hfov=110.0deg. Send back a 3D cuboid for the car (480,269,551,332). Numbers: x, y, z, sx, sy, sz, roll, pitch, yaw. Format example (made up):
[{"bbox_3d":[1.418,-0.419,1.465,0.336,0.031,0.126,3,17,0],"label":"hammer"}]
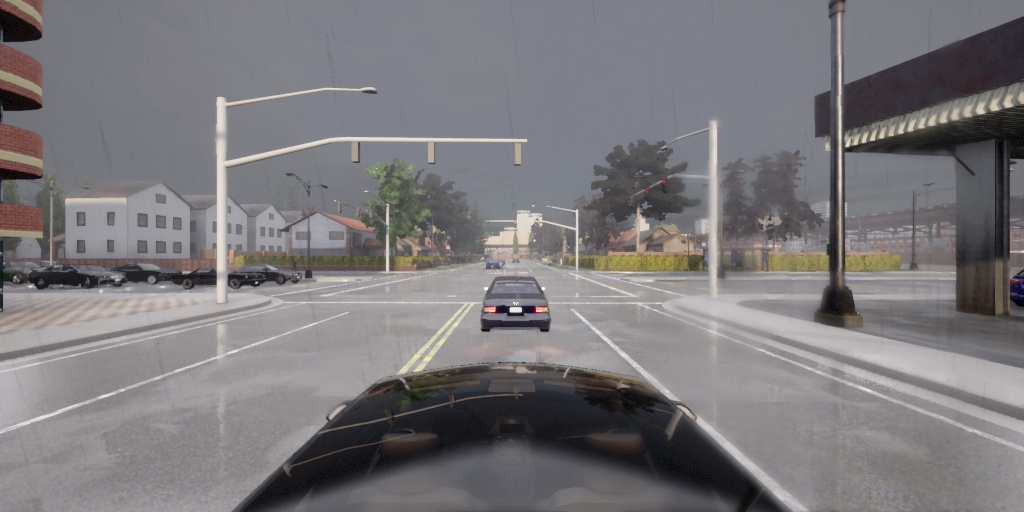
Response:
[{"bbox_3d":[0.085,1.297,10.837,2.033,1.411,5.357,0,0,0],"label":"car"}]

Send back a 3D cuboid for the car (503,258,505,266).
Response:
[{"bbox_3d":[-2.734,1.351,63.144,1.895,1.301,4.718,0,0,1],"label":"car"}]

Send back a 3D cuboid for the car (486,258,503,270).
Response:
[{"bbox_3d":[-2.823,1.227,53.596,1.882,1.535,5.008,0,0,1],"label":"car"}]

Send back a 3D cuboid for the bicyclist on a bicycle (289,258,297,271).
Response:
[{"bbox_3d":[-26.530,1.051,43.483,0.582,1.620,1.656,0,0,1],"label":"bicyclist on a bicycle"}]

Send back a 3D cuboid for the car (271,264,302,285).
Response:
[{"bbox_3d":[-17.712,1.276,25.880,4.674,1.442,1.812,0,0,1],"label":"car"}]

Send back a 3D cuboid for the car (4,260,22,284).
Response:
[{"bbox_3d":[-36.059,1.102,26.151,4.553,1.767,2.097,0,0,1],"label":"car"}]

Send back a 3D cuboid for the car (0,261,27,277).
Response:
[{"bbox_3d":[-50.287,1.255,34.508,4.892,1.490,1.837,0,0,2],"label":"car"}]

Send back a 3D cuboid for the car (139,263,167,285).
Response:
[{"bbox_3d":[-26.774,1.228,26.003,5.008,1.535,1.882,0,0,1],"label":"car"}]

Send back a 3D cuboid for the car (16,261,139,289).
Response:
[{"bbox_3d":[-27.128,1.241,22.510,4.902,1.511,2.128,0,0,1],"label":"car"}]

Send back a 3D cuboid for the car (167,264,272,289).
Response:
[{"bbox_3d":[-18.096,1.351,22.354,4.718,1.301,1.895,0,0,1],"label":"car"}]
